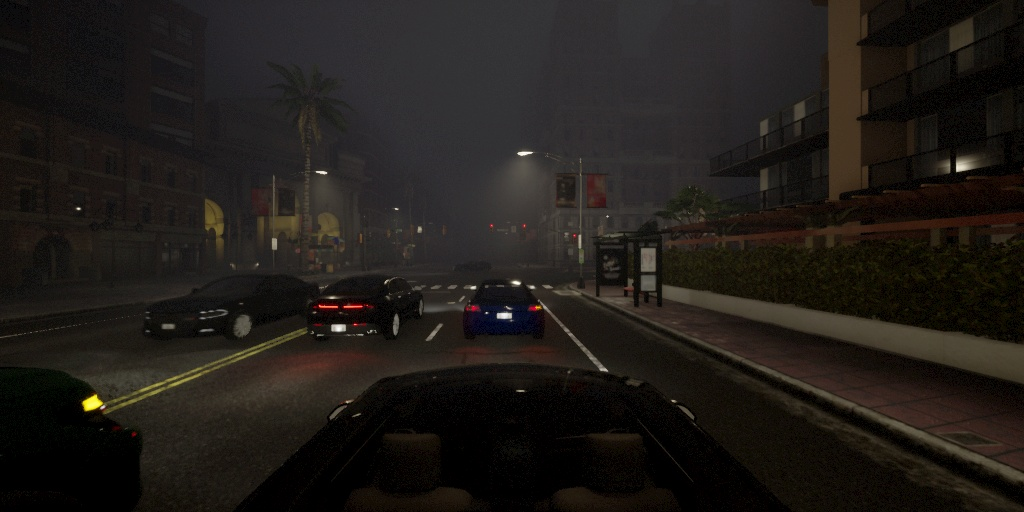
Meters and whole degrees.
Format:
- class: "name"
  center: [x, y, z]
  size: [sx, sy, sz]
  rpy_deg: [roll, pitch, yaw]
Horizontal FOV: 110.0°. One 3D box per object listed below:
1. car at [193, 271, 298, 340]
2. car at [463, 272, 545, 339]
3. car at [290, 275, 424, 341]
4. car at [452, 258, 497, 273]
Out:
- class: "car"
  center: [-7.408, 1.228, 10.120]
  size: [1.882, 1.535, 5.008]
  rpy_deg: [0, 0, -2]
- class: "car"
  center: [-0.243, 1.314, 10.066]
  size: [1.994, 1.385, 4.181]
  rpy_deg: [0, 0, -2]
- class: "car"
  center: [-3.732, 1.255, 9.908]
  size: [1.837, 1.490, 4.892]
  rpy_deg: [0, 0, -3]
- class: "car"
  center: [-4.701, 1.244, 42.260]
  size: [4.902, 1.511, 2.128]
  rpy_deg: [0, 0, -36]
